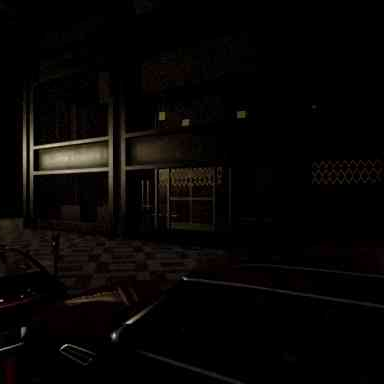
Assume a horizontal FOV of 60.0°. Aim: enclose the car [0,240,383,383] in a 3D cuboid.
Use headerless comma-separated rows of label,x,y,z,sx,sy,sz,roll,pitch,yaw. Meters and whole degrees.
car,0.762,1.315,2.414,5.009,1.841,2.192,0,0,34
